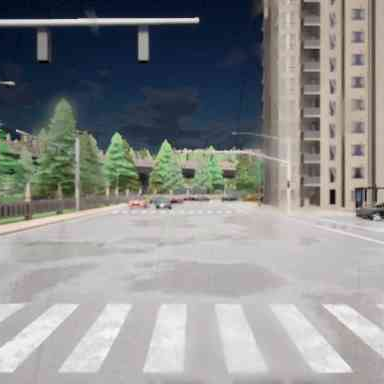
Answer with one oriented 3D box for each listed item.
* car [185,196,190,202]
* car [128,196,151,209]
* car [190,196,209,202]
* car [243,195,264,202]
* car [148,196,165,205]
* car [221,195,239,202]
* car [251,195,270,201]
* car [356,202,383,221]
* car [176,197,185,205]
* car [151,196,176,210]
[{"bbox_3d":[-0.582,1.547,75.057,1.895,1.301,4.718,0,0,34],"label":"car"},{"bbox_3d":[-7.052,1.324,44.099,2.097,1.767,4.553,0,0,0],"label":"car"},{"bbox_3d":[2.063,1.506,72.703,1.994,1.385,4.181,0,0,30],"label":"car"},{"bbox_3d":[13.589,1.430,75.012,5.008,1.535,1.882,0,0,-37],"label":"car"},{"bbox_3d":[-6.309,1.465,60.247,1.837,1.490,4.892,0,0,9],"label":"car"},{"bbox_3d":[8.577,1.476,75.204,4.674,1.442,1.812,0,0,-42],"label":"car"},{"bbox_3d":[16.677,1.501,81.060,4.181,1.385,1.994,0,0,-24],"label":"car"},{"bbox_3d":[15.736,1.541,26.677,4.892,1.490,1.837,-1,0,-1],"label":"car"},{"bbox_3d":[-3.019,1.563,58.504,1.895,1.301,4.718,0,0,8],"label":"car"},{"bbox_3d":[-3.570,1.464,42.373,2.128,1.511,4.902,0,0,0],"label":"car"}]
